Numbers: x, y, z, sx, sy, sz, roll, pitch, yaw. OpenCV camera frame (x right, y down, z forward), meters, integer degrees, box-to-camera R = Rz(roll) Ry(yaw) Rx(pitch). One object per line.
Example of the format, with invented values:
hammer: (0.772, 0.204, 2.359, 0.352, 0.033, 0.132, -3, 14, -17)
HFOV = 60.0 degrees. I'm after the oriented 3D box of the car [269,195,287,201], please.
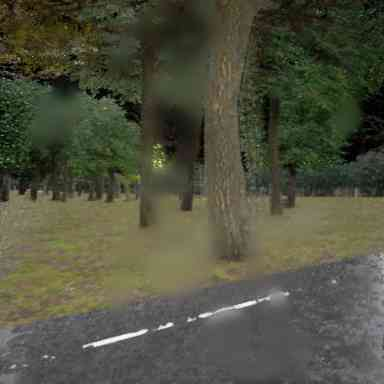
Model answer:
car: (18.374, 1.302, 69.432, 1.895, 1.301, 4.718, 2, -1, -36)
